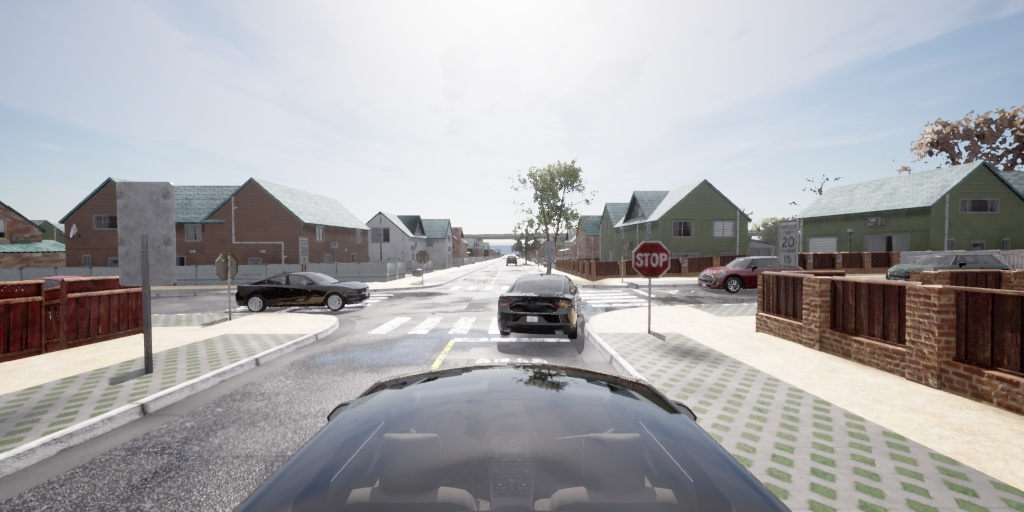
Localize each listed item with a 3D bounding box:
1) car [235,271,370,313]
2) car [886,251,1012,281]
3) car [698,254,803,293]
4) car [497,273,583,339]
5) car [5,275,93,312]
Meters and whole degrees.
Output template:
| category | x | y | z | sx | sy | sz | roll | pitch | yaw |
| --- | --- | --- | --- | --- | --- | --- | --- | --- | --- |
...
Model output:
| category | x | y | z | sx | sy | sz | roll | pitch | yaw |
| --- | --- | --- | --- | --- | --- | --- | --- | --- | --- |
| car | -8.477 | 1.377 | 14.752 | 5.008 | 1.535 | 1.882 | -1 | 2 | 0 |
| car | 21.691 | 0.646 | 17.926 | 4.553 | 1.767 | 2.097 | -1 | 2 | 0 |
| car | 11.796 | 0.820 | 17.848 | 4.553 | 1.767 | 2.097 | -1 | 2 | 0 |
| car | 0.953 | 1.224 | 10.232 | 1.882 | 1.535 | 5.008 | 0 | 0 | 12 |
| car | -18.029 | 1.547 | 14.683 | 5.008 | 1.535 | 1.882 | -1 | 2 | 0 |
